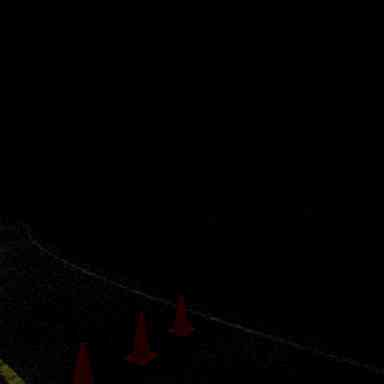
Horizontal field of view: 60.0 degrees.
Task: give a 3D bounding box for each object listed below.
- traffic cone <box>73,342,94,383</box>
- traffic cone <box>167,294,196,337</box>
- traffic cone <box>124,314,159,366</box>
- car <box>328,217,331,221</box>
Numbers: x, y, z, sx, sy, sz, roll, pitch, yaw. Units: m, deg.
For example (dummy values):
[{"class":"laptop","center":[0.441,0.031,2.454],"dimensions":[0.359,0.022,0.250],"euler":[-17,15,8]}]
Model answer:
[{"class":"traffic cone","center":[-1.202,1.956,3.662],"dimensions":[0.340,0.580,0.340],"euler":[0,1,31]},{"class":"traffic cone","center":[-0.170,1.944,5.367],"dimensions":[0.340,0.580,0.340],"euler":[0,1,31]},{"class":"traffic cone","center":[-0.686,1.950,4.515],"dimensions":[0.340,0.580,0.340],"euler":[0,1,31]},{"class":"car","center":[35.421,6.740,82.780],"dimensions":[1.851,1.617,3.988],"euler":[-4,-3,4]}]
